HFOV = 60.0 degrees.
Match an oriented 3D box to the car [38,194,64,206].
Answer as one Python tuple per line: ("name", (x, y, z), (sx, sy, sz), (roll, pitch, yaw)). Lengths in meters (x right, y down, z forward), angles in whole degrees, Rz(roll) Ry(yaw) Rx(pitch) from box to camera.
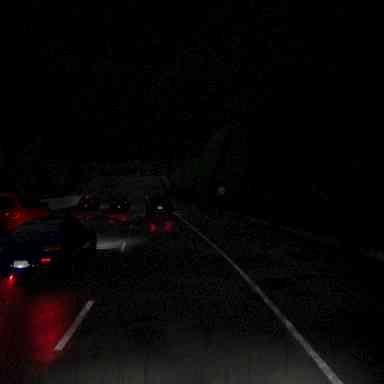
("car", (-19.742, 1.063, 46.828), (2.128, 1.511, 4.902), (0, 1, -7))

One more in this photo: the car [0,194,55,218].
("car", (-8.213, 1.084, 15.511), (2.150, 2.045, 5.566), (0, 0, -8))

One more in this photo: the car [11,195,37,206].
("car", (-23.174, 1.157, 46.086), (1.994, 1.385, 4.181), (0, 1, -7))

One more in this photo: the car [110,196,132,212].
("car", (-7.122, 1.157, 33.313), (2.128, 1.511, 4.902), (0, 1, -8))

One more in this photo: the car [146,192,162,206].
("car", (-5.124, 0.888, 44.487), (2.097, 1.767, 4.553), (0, 1, -8))

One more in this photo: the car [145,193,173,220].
("car", (-2.518, 1.162, 25.428), (2.033, 1.649, 4.856), (0, 1, -8))

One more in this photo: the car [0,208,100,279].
("car", (-4.069, 1.435, 9.754), (1.812, 1.442, 4.674), (0, 0, -6))

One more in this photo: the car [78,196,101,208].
("car", (-11.020, 1.143, 35.977), (2.128, 1.511, 4.902), (0, 1, -8))
